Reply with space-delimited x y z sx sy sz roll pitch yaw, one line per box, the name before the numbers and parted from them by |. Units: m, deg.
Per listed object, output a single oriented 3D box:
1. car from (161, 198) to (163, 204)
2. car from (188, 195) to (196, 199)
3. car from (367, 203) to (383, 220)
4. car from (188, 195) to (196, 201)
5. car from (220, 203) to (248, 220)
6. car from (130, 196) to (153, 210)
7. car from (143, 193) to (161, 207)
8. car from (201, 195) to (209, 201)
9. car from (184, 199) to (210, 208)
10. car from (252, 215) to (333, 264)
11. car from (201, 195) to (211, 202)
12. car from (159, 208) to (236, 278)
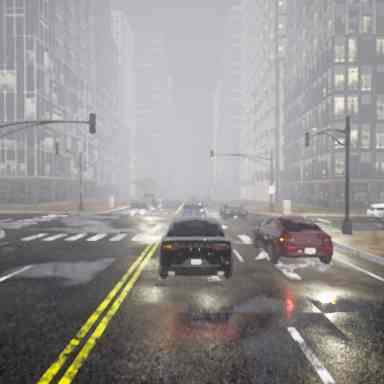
car | -6.493 1.465 61.625 1.812 1.442 4.674 0 0 0
car | 0.009 1.423 72.741 1.837 1.490 4.892 0 0 0
car | 17.169 1.342 26.672 5.566 2.045 2.150 1 1 1
car | 0.011 1.458 83.180 1.994 1.385 4.181 0 0 0
car | 3.366 1.584 27.851 1.895 1.301 4.718 1 1 0
car | -6.586 1.528 42.453 1.994 1.385 4.181 0 0 0
car | -6.570 1.175 51.485 2.150 2.045 5.566 0 0 0
car | 3.260 1.429 83.590 1.812 1.442 4.674 0 0 0
car | 0.121 1.546 25.213 2.033 1.411 5.357 1 1 0
car | 3.356 1.518 11.717 1.812 1.442 4.674 0 0 0
car | 3.260 1.447 73.727 2.128 1.511 4.902 0 0 0
car | 0.099 1.471 10.176 1.882 1.535 5.008 0 0 0
